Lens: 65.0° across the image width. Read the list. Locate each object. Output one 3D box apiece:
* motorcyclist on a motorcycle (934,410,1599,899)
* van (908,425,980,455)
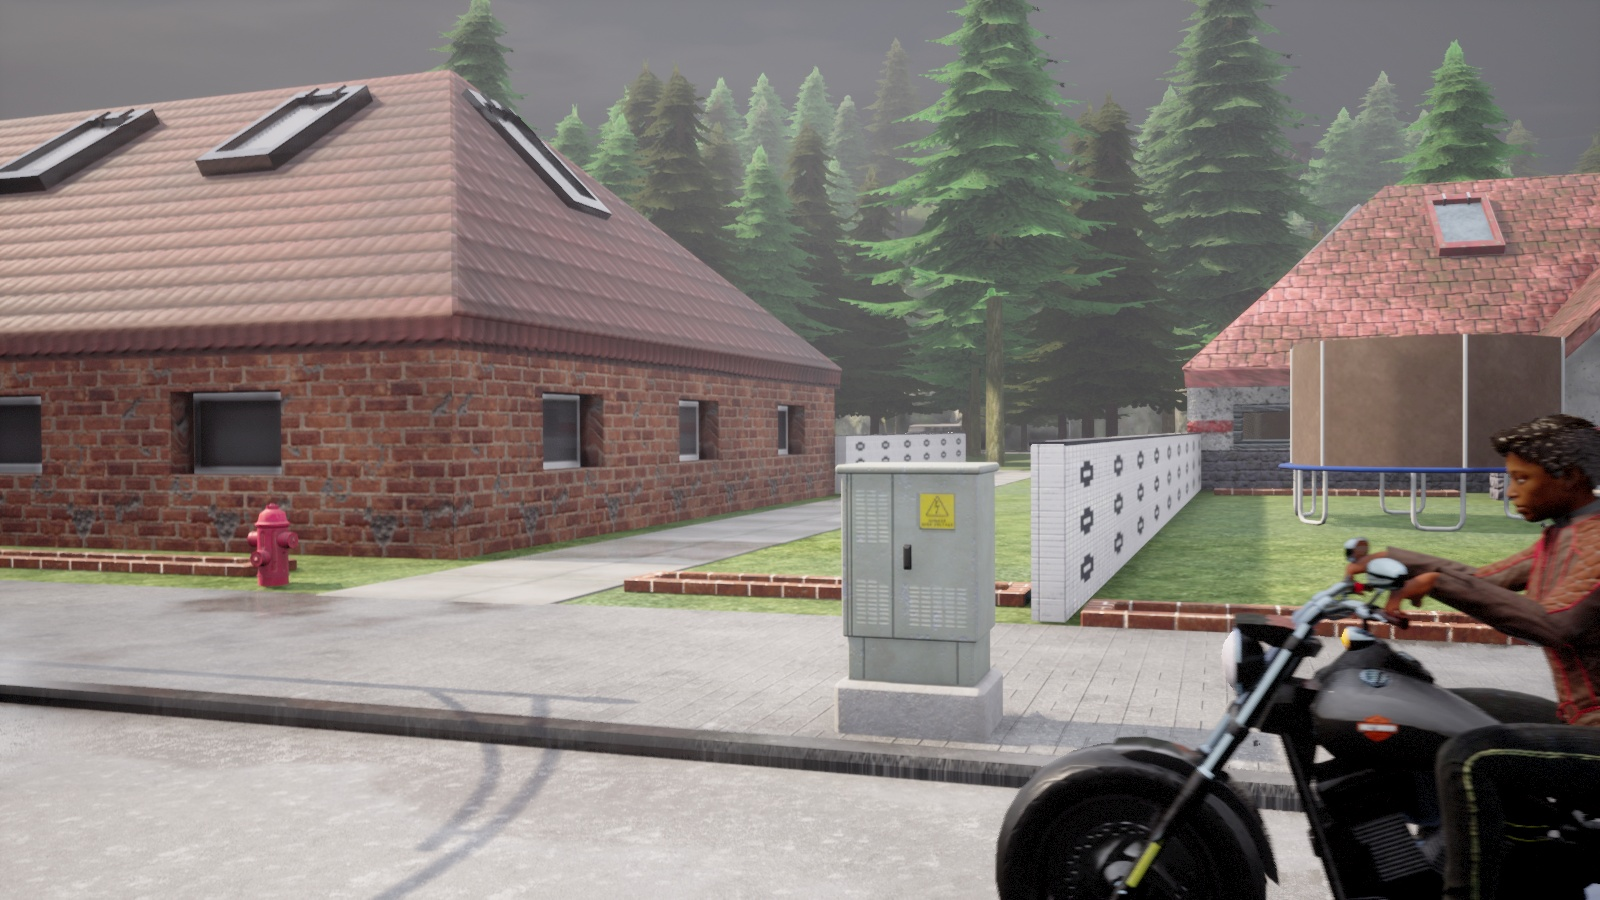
[{"bbox_3d":[1.578,0.732,3.189,2.350,1.649,0.766,0,1,19],"label":"motorcyclist on a motorcycle"},{"bbox_3d":[9.513,-0.674,82.990,4.442,1.987,1.775,0,1,19],"label":"van"}]
